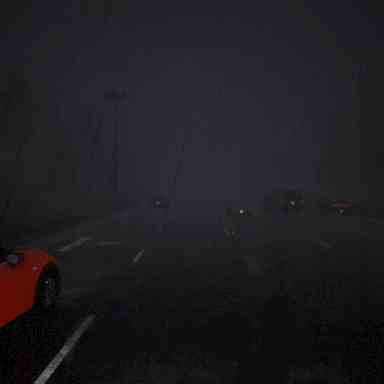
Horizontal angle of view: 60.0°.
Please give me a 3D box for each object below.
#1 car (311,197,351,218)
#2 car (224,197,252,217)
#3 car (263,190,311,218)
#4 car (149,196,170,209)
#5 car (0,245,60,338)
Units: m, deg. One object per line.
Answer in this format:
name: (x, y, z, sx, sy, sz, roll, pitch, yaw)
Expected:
car: (10.600, 1.134, 26.012, 2.128, 1.511, 4.902, 0, 1, 0)
car: (3.599, 1.161, 26.511, 1.812, 1.442, 4.674, 0, 1, 0)
car: (7.100, 0.862, 26.108, 2.150, 2.045, 5.566, 0, 1, 0)
car: (-3.501, 1.069, 35.972, 1.994, 1.385, 4.181, 0, 1, 0)
car: (-3.591, 1.288, 4.518, 2.097, 1.767, 4.553, 0, 1, 1)
